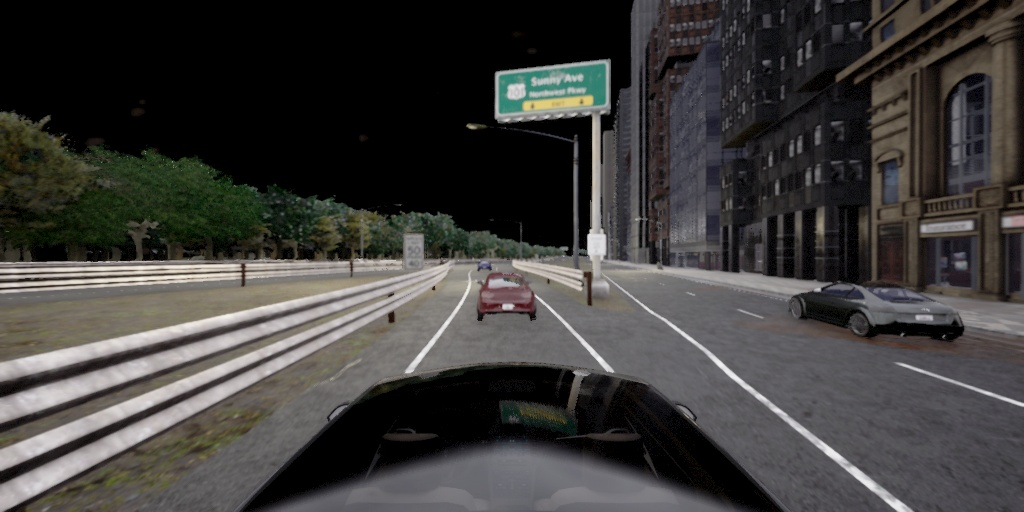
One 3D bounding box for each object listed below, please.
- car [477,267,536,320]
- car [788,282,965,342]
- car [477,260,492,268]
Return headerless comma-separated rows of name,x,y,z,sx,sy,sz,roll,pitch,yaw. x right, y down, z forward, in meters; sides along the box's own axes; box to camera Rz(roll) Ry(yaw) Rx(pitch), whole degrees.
car,-0.242,1.273,12.473,1.812,1.442,4.674,0,0,-3
car,10.104,1.431,10.425,1.994,1.385,4.181,0,0,11
car,-3.676,1.302,48.703,1.812,1.442,4.674,0,0,-3
